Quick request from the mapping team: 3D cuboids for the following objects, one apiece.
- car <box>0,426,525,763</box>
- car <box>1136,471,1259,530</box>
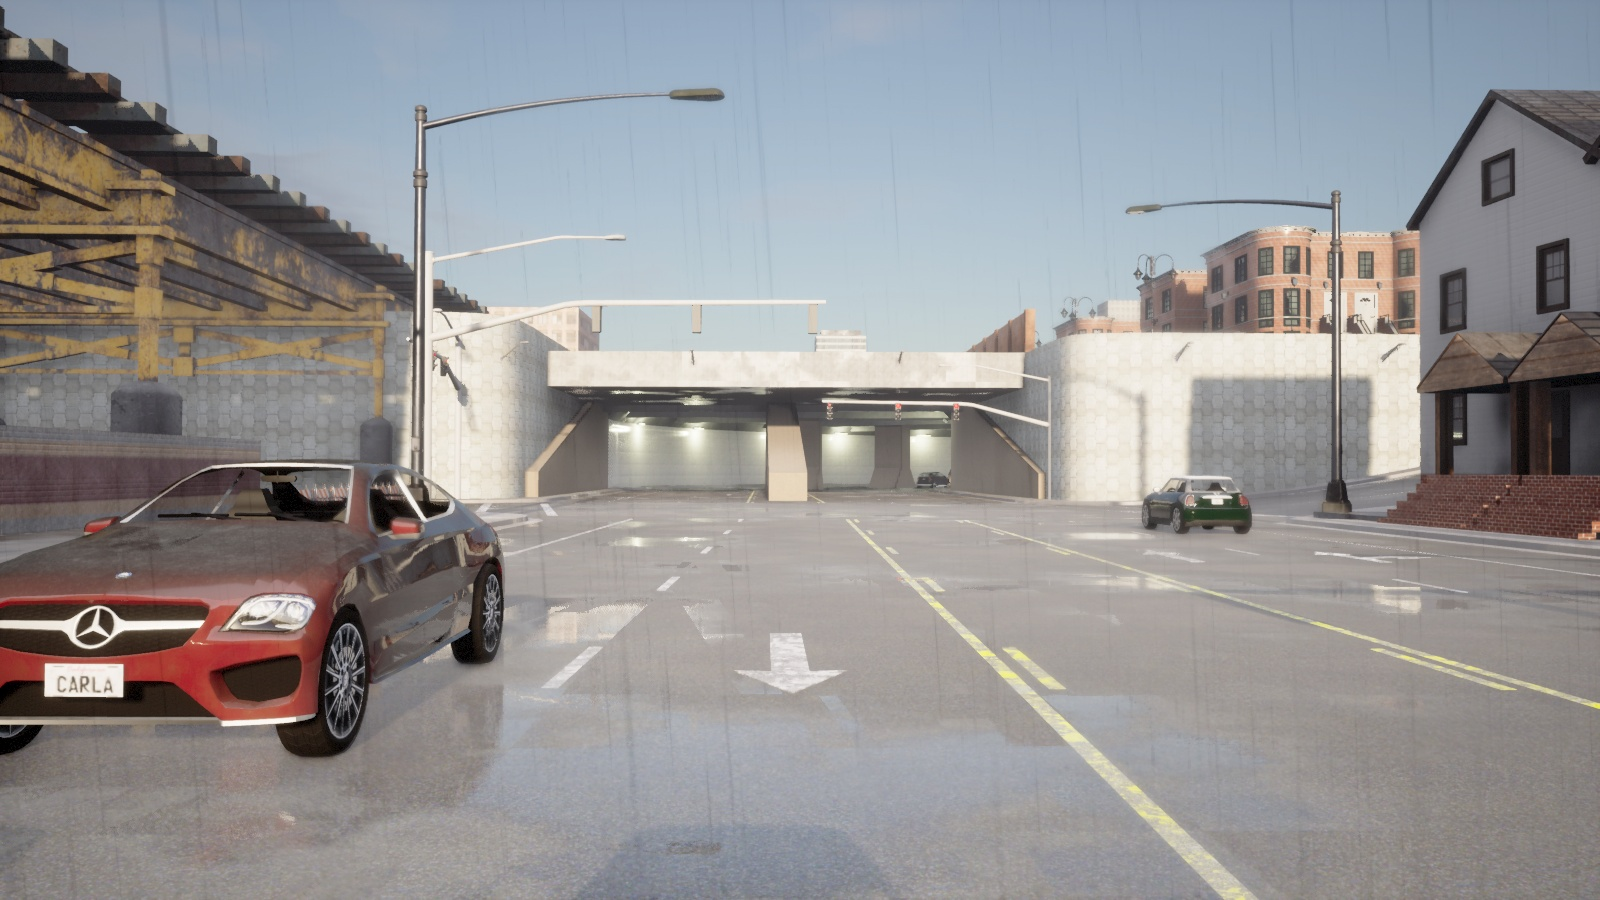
[{"bbox_3d":[-3.521,0.753,8.692,2.152,1.651,5.027,0,-1,0],"label":"car"},{"bbox_3d":[10.448,1.296,33.317,1.970,1.475,3.806,0,-1,-1],"label":"car"}]
